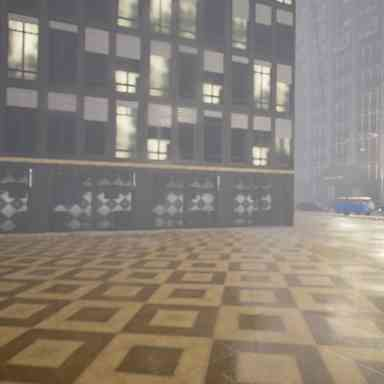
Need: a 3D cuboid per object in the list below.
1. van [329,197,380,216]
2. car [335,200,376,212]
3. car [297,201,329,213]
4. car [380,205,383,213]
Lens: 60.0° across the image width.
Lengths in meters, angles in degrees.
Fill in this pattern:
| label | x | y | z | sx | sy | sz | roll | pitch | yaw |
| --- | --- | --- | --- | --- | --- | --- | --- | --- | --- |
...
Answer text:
| label | x | y | z | sx | sy | sz | roll | pitch | yaw |
| --- | --- | --- | --- | --- | --- | --- | --- | --- | --- |
| van | 15.977 | 1.411 | 32.870 | 1.690 | 1.788 | 3.998 | 1 | -1 | -22 |
| car | 20.795 | 1.796 | 42.499 | 1.887 | 1.381 | 4.507 | 1 | -1 | -21 |
| car | 13.795 | 1.694 | 37.967 | 1.802 | 1.307 | 4.206 | 1 | -1 | -22 |
| car | 22.844 | 1.757 | 37.306 | 2.008 | 1.369 | 4.403 | 1 | -1 | -22 |
